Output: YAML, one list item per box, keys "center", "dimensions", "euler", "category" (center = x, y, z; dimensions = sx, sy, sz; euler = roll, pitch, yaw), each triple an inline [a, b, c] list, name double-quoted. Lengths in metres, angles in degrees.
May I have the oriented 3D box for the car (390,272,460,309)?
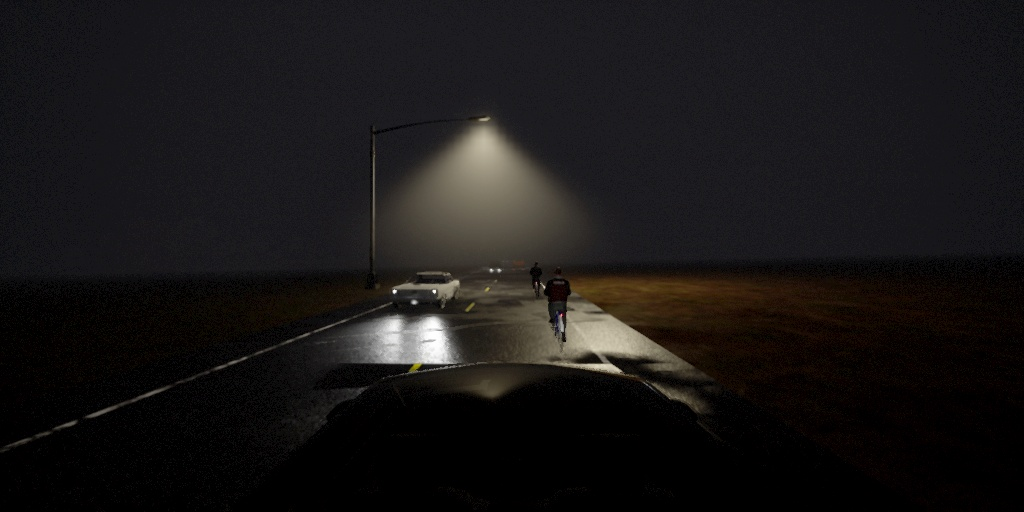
- center: [-3.463, 1.354, 15.008]
  dimensions: [1.895, 1.301, 4.718]
  euler: [0, 0, 1]
  category: "car"

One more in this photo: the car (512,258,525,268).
- center: [1.114, 1.256, 61.224]
  dimensions: [1.882, 1.535, 5.008]
  euler: [0, -1, 1]
  category: "car"

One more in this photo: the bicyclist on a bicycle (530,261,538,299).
- center: [1.142, 1.124, 17.044]
  dimensions: [0.659, 1.776, 1.843]
  euler: [0, 0, 1]
  category: "bicyclist on a bicycle"

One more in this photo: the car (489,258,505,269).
- center: [-2.613, 1.337, 57.187]
  dimensions: [1.994, 1.385, 4.181]
  euler: [0, 0, 1]
  category: "car"

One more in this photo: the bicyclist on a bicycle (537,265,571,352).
- center: [1.011, 1.122, 8.072]
  dimensions: [0.659, 1.776, 1.843]
  euler: [0, 0, 1]
  category: "bicyclist on a bicycle"
